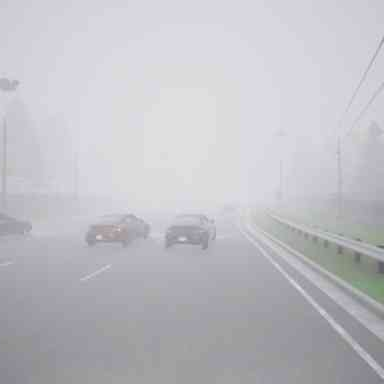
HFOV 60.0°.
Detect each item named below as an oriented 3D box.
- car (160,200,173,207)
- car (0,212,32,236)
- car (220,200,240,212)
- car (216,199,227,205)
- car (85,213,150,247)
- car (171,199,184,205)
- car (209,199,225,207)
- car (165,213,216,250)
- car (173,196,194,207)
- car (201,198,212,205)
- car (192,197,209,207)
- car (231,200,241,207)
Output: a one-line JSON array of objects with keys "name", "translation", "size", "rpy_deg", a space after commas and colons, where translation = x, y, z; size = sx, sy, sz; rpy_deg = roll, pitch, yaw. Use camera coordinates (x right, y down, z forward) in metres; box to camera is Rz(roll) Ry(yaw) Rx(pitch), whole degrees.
[{"name": "car", "translation": [-5.140, 2.376, 69.457], "size": [2.033, 1.411, 5.357], "rpy_deg": [0, -1, 10]}, {"name": "car", "translation": [-10.340, 1.734, 17.138], "size": [1.812, 1.442, 4.674], "rpy_deg": [0, -1, 9]}, {"name": "car", "translation": [5.388, 2.176, 47.123], "size": [1.895, 1.301, 4.718], "rpy_deg": [0, -1, 10]}, {"name": "car", "translation": [6.949, 2.308, 77.984], "size": [2.128, 1.511, 4.902], "rpy_deg": [0, -1, 10]}, {"name": "car", "translation": [-3.438, 1.721, 15.972], "size": [1.812, 1.442, 4.674], "rpy_deg": [0, -1, 9]}, {"name": "car", "translation": [-3.405, 2.342, 79.732], "size": [2.033, 1.411, 5.357], "rpy_deg": [0, -1, 10]}, {"name": "car", "translation": [5.213, 2.321, 67.709], "size": [2.128, 1.511, 4.902], "rpy_deg": [0, -1, 10]}, {"name": "car", "translation": [0.013, 1.715, 15.389], "size": [1.812, 1.442, 4.674], "rpy_deg": [0, -1, 9]}, {"name": "car", "translation": [-1.684, 2.057, 68.907], "size": [2.150, 2.045, 5.566], "rpy_deg": [0, -1, 10]}, {"name": "car", "translation": [3.498, 2.267, 78.567], "size": [1.882, 1.535, 5.008], "rpy_deg": [0, -1, 10]}, {"name": "car", "translation": [1.832, 2.358, 68.702], "size": [1.812, 1.442, 4.674], "rpy_deg": [0, -1, 10]}, {"name": "car", "translation": [9.120, 2.446, 69.392], "size": [1.895, 1.301, 4.718], "rpy_deg": [0, -1, 10]}]
